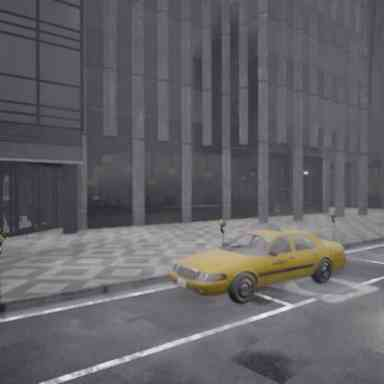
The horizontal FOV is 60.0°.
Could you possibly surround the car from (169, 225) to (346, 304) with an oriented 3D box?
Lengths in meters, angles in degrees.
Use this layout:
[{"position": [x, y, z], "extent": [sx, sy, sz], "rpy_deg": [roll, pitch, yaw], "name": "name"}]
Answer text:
[{"position": [1.784, 1.510, 8.046], "extent": [4.829, 1.417, 1.752], "rpy_deg": [0, 0, -34], "name": "car"}]
